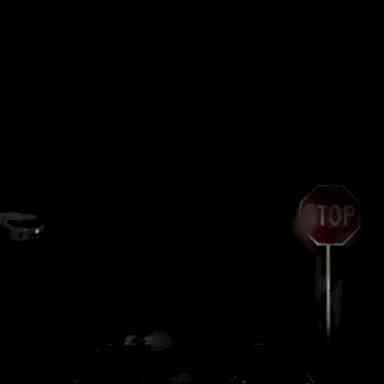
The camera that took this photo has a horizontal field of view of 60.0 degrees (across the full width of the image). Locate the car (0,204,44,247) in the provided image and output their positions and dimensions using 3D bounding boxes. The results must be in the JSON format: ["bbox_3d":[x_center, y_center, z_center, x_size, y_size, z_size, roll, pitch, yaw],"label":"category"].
[{"bbox_3d":[-9.214,1.228,13.914,5.566,2.045,2.150,1,-1,0],"label":"car"}]
